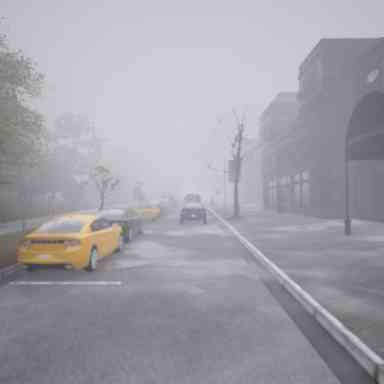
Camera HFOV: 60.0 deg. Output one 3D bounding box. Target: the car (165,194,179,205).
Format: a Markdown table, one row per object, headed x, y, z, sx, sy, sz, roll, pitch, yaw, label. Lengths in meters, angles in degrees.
| x | y | z | sx | sy | sz | roll | pitch | yaw | label |
| --- | --- | --- | --- | --- | --- | --- | --- | --- | --- |
| -3.658 | 1.365 | 60.829 | 2.185 | 1.767 | 4.553 | 0 | 0 | 2 | car |

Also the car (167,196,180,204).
| x | y | z | sx | sy | sz | roll | pitch | yaw | label |
| --- | --- | --- | --- | --- | --- | --- | --- | --- | --- |
| -3.668 | 1.538 | 66.433 | 2.163 | 1.488 | 4.792 | -1 | 1 | 2 | car |

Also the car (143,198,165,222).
| x | y | z | sx | sy | sz | roll | pitch | yaw | label |
| --- | --- | --- | --- | --- | --- | --- | --- | --- | --- |
| -3.646 | 1.506 | 26.743 | 1.946 | 1.575 | 5.366 | 0 | 0 | 2 | car |

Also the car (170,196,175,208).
| x | y | z | sx | sy | sz | roll | pitch | yaw | label |
| --- | --- | --- | --- | --- | --- | --- | --- | --- | --- |
| -3.655 | 1.531 | 38.681 | 2.231 | 1.521 | 4.892 | 0 | -1 | 2 | car |

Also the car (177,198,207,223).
| x | y | z | sx | sy | sz | roll | pitch | yaw | label |
| --- | --- | --- | --- | --- | --- | --- | --- | --- | --- |
| 0.099 | 1.484 | 25.405 | 1.882 | 1.535 | 5.008 | 0 | 0 | 0 | car |

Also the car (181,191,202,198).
| x | y | z | sx | sy | sz | roll | pitch | yaw | label |
| --- | --- | --- | --- | --- | --- | --- | --- | --- | --- |
| 0.096 | 1.237 | 43.022 | 2.150 | 2.045 | 5.566 | 0 | 0 | 0 | car |

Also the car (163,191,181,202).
| x | y | z | sx | sy | sz | roll | pitch | yaw | label |
| --- | --- | --- | --- | --- | --- | --- | --- | --- | --- |
| -3.655 | 1.240 | 53.175 | 2.435 | 2.045 | 5.566 | 0 | 0 | 2 | car |

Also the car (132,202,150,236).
| x | y | z | sx | sy | sz | roll | pitch | yaw | label |
| --- | --- | --- | --- | --- | --- | --- | --- | --- | --- |
| -3.653 | 1.502 | 16.490 | 2.097 | 1.535 | 5.008 | 0 | 0 | 2 | car |

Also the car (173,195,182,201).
| x | y | z | sx | sy | sz | roll | pitch | yaw | label |
| --- | --- | --- | --- | --- | --- | --- | --- | --- | --- |
| -3.658 | 1.468 | 83.818 | 2.002 | 1.452 | 4.674 | 0 | 0 | 2 | car |

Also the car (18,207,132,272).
| x | y | z | sx | sy | sz | roll | pitch | yaw | label |
| --- | --- | --- | --- | --- | --- | --- | --- | --- | --- |
| -3.653 | 1.488 | 10.942 | 2.097 | 1.535 | 5.008 | 0 | 0 | 2 | car |

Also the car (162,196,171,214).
| x | y | z | sx | sy | sz | roll | pitch | yaw | label |
| --- | --- | --- | --- | --- | --- | --- | --- | --- | --- |
| -3.654 | 1.526 | 33.125 | 2.097 | 1.535 | 5.008 | 0 | 0 | 2 | car |

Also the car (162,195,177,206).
| x | y | z | sx | sy | sz | roll | pitch | yaw | label |
| --- | --- | --- | --- | --- | --- | --- | --- | --- | --- |
| -3.655 | 1.513 | 44.222 | 2.097 | 1.535 | 5.008 | 0 | 0 | 2 | car |
